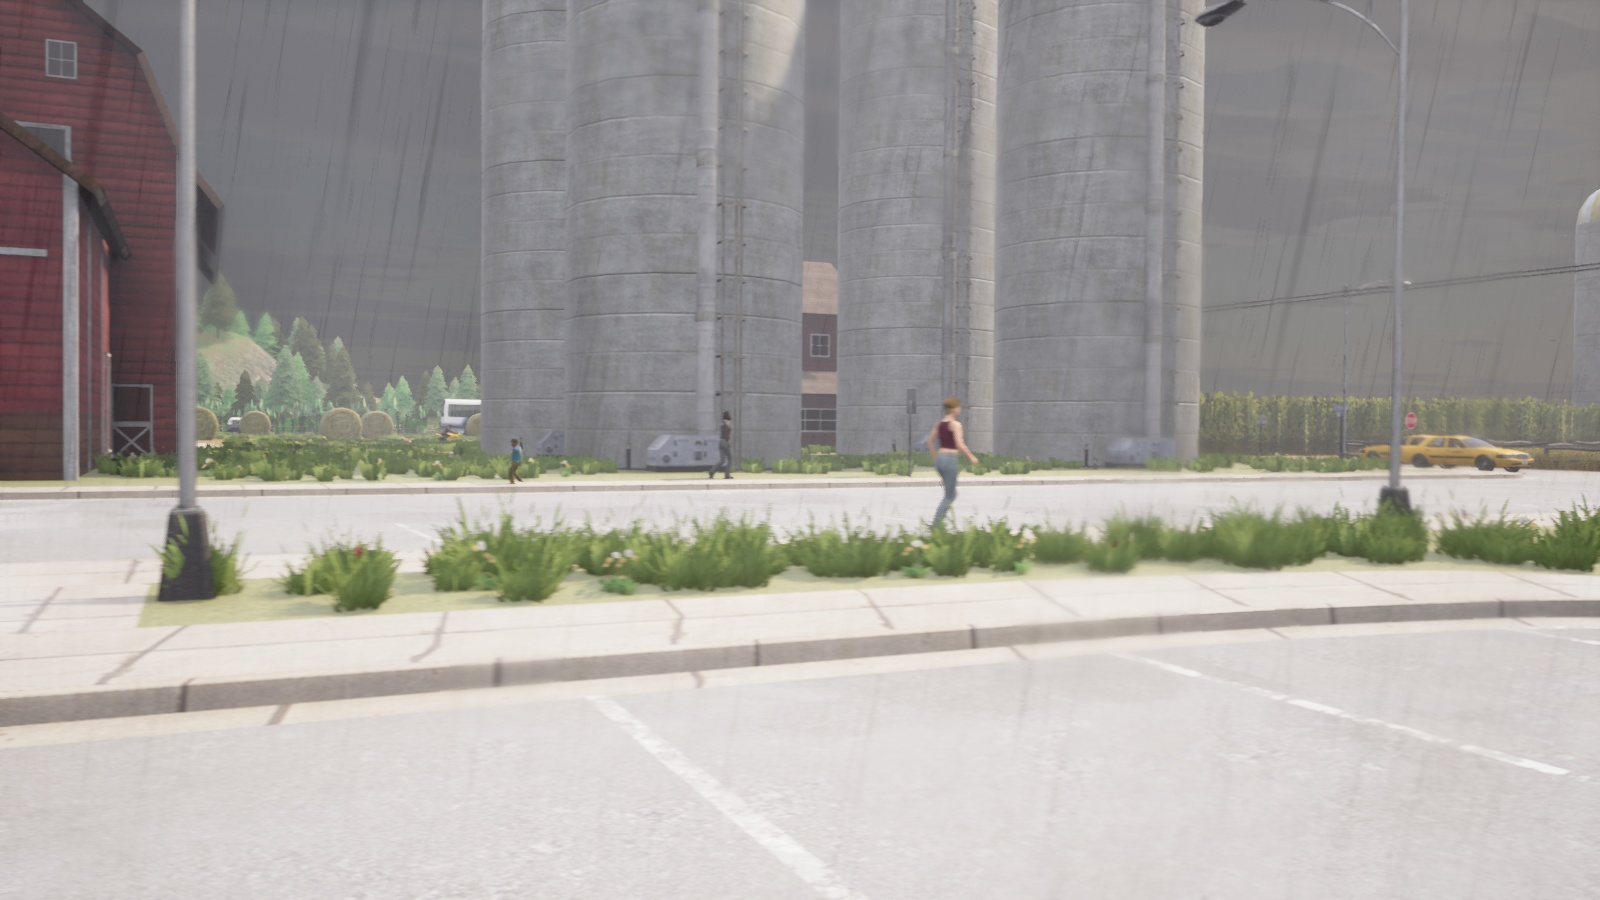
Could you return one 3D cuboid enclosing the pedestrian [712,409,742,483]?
[{"bbox_3d":[-1.924,-0.112,33.200,0.666,1.930,0.402,-1,1,-22],"label":"pedestrian"}]

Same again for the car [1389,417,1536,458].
[{"bbox_3d":[27.206,-0.511,51.786,1.801,1.575,5.366,-1,1,-25],"label":"car"}]

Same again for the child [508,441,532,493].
[{"bbox_3d":[-6.561,0.391,29.456,0.448,1.192,0.343,-1,1,-29],"label":"child"}]

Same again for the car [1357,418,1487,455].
[{"bbox_3d":[28.382,-0.629,57.511,1.801,1.575,5.366,-1,1,-25],"label":"car"}]

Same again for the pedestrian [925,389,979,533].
[{"bbox_3d":[1.976,0.139,16.316,0.594,1.836,0.345,-1,1,-27],"label":"pedestrian"}]
